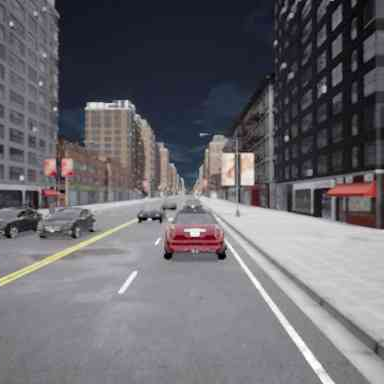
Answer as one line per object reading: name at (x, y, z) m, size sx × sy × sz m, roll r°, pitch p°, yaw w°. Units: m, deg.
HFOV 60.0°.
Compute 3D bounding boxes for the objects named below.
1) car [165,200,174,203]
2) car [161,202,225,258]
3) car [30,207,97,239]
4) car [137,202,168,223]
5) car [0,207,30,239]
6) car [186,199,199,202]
car at (-3.155, 1.870, 47.475) m, size 1.994 × 1.385 × 4.181 m, roll 0°, pitch 0°, yaw 0°
car at (0.098, 1.436, 13.213) m, size 2.097 × 1.767 × 4.553 m, roll 0°, pitch 0°, yaw 0°
car at (-6.595, 1.621, 18.110) m, size 1.837 × 1.490 × 4.892 m, roll 0°, pitch 0°, yaw 0°
car at (-3.153, 1.774, 26.919) m, size 1.895 × 1.301 × 4.718 m, roll 0°, pitch 0°, yaw 0°
car at (-9.845, 1.622, 18.183) m, size 1.837 × 1.490 × 4.892 m, roll 0°, pitch 0°, yaw 0°
car at (0.097, 1.587, 36.507) m, size 2.097 × 1.767 × 4.553 m, roll 0°, pitch 0°, yaw 0°
